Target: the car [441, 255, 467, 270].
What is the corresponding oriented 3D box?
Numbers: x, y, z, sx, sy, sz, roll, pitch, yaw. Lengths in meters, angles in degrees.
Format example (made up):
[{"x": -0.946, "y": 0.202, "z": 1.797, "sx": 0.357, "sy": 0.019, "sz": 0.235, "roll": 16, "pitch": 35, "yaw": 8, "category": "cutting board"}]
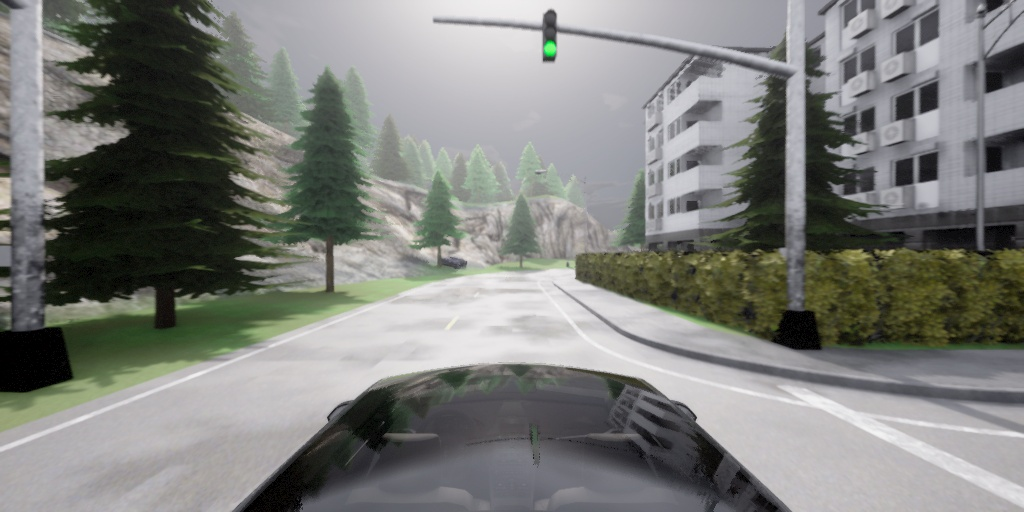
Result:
[{"x": -6.360, "y": 0.643, "z": 39.017, "sx": 1.895, "sy": 1.301, "sz": 4.718, "roll": 11, "pitch": 3, "yaw": 7, "category": "car"}]
